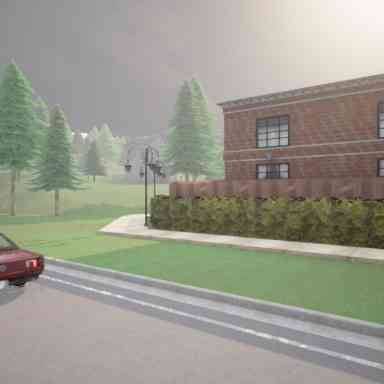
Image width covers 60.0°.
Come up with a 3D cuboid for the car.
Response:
[{"bbox_3d":[-5.688,1.601,8.049,4.718,1.301,1.895,0,0,36],"label":"car"}]
